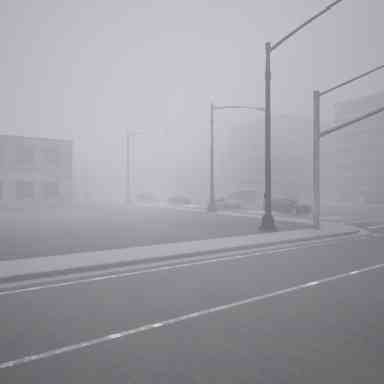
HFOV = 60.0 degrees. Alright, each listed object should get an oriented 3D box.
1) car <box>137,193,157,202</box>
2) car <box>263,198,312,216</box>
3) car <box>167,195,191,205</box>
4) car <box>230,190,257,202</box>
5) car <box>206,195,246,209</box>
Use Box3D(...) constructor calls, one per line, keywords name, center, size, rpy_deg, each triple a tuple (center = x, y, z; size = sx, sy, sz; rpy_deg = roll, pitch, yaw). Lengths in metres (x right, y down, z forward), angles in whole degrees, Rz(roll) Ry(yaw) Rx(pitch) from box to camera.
Box3D(name="car", center=(-7.640, 0.866, 56.399), size=(2.128, 1.511, 4.902), rpy_deg=(0, 1, -34))
Box3D(name="car", center=(9.066, 1.345, 31.972), size=(1.882, 1.535, 5.008), rpy_deg=(0, 1, -35))
Box3D(name="car", center=(-1.885, 1.120, 47.934), size=(1.994, 1.385, 4.181), rpy_deg=(0, 1, -34))
Box3D(name="car", center=(8.681, 0.741, 57.619), size=(2.150, 2.045, 5.566), rpy_deg=(0, 1, -34))
Box3D(name="car", center=(3.769, 1.332, 39.667), size=(1.895, 1.301, 4.718), rpy_deg=(0, 1, -34))
